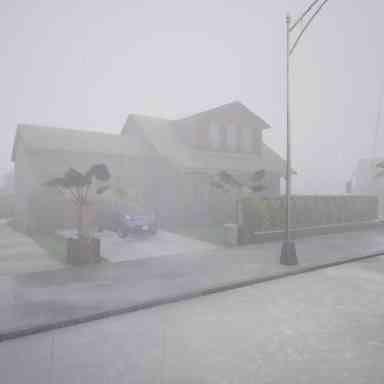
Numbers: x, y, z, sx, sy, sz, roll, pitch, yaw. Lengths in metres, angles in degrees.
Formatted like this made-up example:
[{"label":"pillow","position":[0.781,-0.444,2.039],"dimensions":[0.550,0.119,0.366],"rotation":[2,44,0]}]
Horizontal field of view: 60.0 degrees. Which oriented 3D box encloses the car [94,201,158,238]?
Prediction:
[{"label":"car","position":[-3.054,1.174,15.268],"dimensions":[1.845,1.501,3.633],"rotation":[0,0,-38]}]
